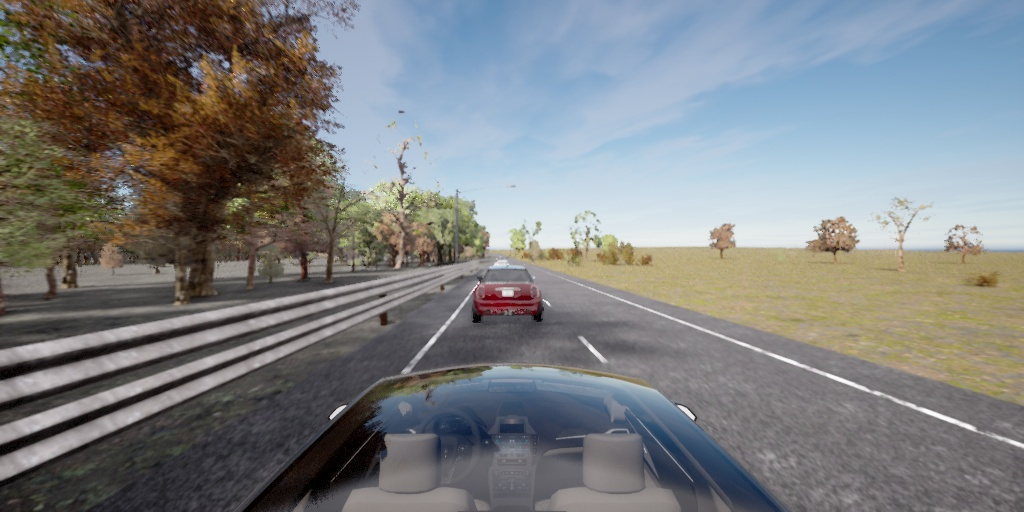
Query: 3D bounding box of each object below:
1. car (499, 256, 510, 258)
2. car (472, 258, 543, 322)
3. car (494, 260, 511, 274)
[{"bbox_3d":[-1.813,1.179,64.663,1.812,1.442,4.674,0,0,-2],"label":"car"},{"bbox_3d":[-0.189,1.091,12.482,2.097,1.767,4.553,0,0,-2],"label":"car"},{"bbox_3d":[-1.090,1.222,41.454,1.812,1.442,4.674,0,0,-2],"label":"car"}]
